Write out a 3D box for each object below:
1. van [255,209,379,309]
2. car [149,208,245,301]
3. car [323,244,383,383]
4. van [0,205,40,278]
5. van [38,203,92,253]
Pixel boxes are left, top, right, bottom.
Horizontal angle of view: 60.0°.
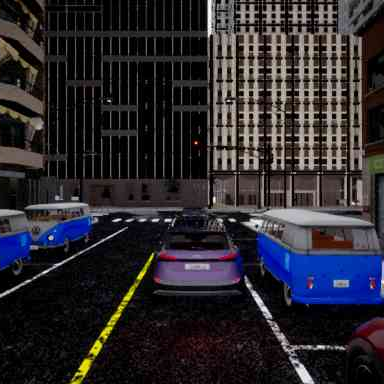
[{"bbox_3d":[2.573,1.343,7.580,1.690,1.788,3.998,0,0,0],"label":"van"},{"bbox_3d":[0.103,1.432,8.337,2.033,1.649,4.856,0,0,0],"label":"car"},{"bbox_3d":[2.570,1.440,1.890,1.967,1.590,4.097,0,0,0],"label":"car"},{"bbox_3d":[-5.308,1.343,7.578,1.690,1.788,3.998,0,0,0],"label":"van"},{"bbox_3d":[-5.305,1.345,13.268,1.690,1.788,3.998,0,0,0],"label":"van"}]
